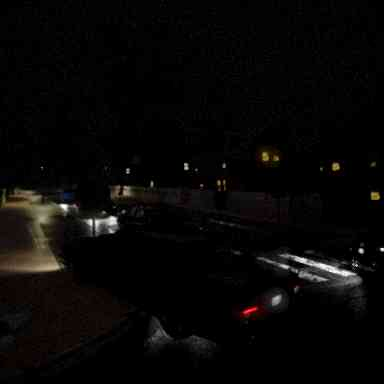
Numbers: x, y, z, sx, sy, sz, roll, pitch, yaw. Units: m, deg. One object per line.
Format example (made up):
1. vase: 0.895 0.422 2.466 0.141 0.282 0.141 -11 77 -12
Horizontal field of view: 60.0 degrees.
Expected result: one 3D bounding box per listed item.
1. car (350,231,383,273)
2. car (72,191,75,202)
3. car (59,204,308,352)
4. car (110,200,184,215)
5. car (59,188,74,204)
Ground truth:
1. car: 6.398 1.409 8.470 4.181 1.385 1.994 2 3 5
2. car: -6.772 0.811 23.414 2.033 1.411 5.357 -1 2 -28
3. car: -0.599 1.348 6.415 5.357 1.411 2.033 7 7 44
4. car: -1.505 1.150 13.365 2.033 1.411 5.357 -1 2 -29
5. car: -12.898 0.346 35.240 1.882 1.535 5.008 -1 2 -27
